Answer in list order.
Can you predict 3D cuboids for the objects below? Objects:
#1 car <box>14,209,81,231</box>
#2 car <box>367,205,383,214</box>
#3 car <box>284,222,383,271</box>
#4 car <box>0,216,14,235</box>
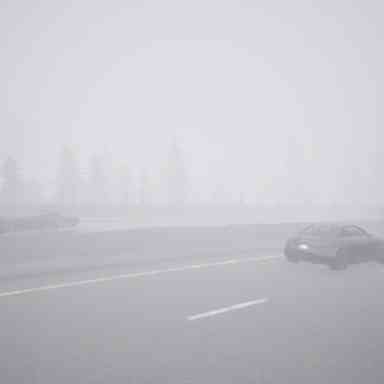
[{"bbox_3d":[-9.023,1.637,19.051,4.718,1.301,1.895,1,-1,-36],"label":"car"},{"bbox_3d":[24.221,2.422,42.657,4.674,1.442,1.812,2,-1,-35],"label":"car"},{"bbox_3d":[5.192,1.782,11.751,4.181,1.385,1.994,2,-1,-35],"label":"car"},{"bbox_3d":[-10.430,1.490,13.747,5.008,1.535,1.882,0,0,-35],"label":"car"}]
